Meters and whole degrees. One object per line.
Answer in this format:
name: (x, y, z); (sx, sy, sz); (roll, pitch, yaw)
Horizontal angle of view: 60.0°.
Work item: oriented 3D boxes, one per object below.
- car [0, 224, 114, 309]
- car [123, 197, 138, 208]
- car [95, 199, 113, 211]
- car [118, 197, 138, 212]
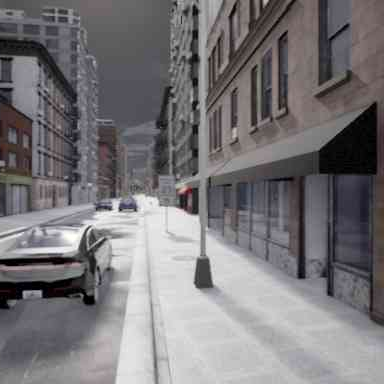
car: (-3.010, 1.498, 7.938); (2.128, 1.511, 4.902); (0, 0, -8)
car: (-9.178, 1.569, 49.925); (2.128, 1.511, 4.902); (0, 0, -8)
car: (-11.112, 1.610, 42.429); (2.033, 1.411, 5.357); (0, 0, -8)
car: (-7.666, 1.408, 40.037); (2.097, 1.767, 4.553); (0, 0, -8)
